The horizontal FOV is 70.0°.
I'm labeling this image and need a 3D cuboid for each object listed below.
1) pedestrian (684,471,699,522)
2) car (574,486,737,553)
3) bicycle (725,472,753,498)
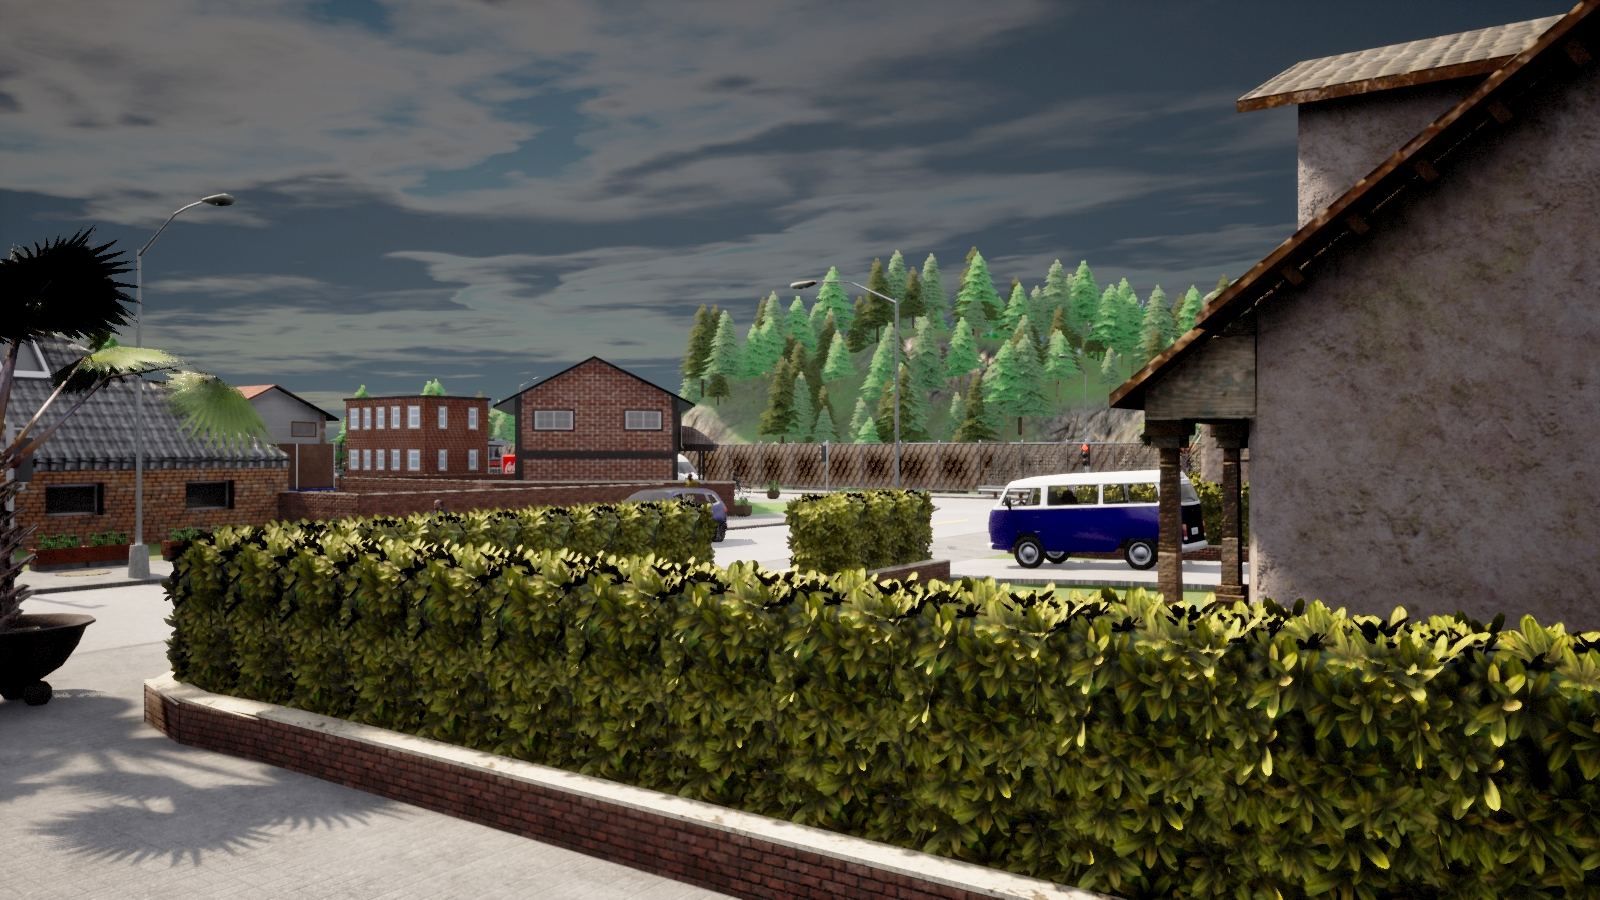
[{"bbox_3d":[-4.065,1.732,42.795,0.375,1.860,0.375,0,0,37],"label":"pedestrian"},{"bbox_3d":[-4.149,1.958,33.595,2.242,1.667,4.611,0,0,35],"label":"car"},{"bbox_3d":[-3.609,2.044,67.408,1.835,1.471,0.329,0,0,35],"label":"bicycle"}]
